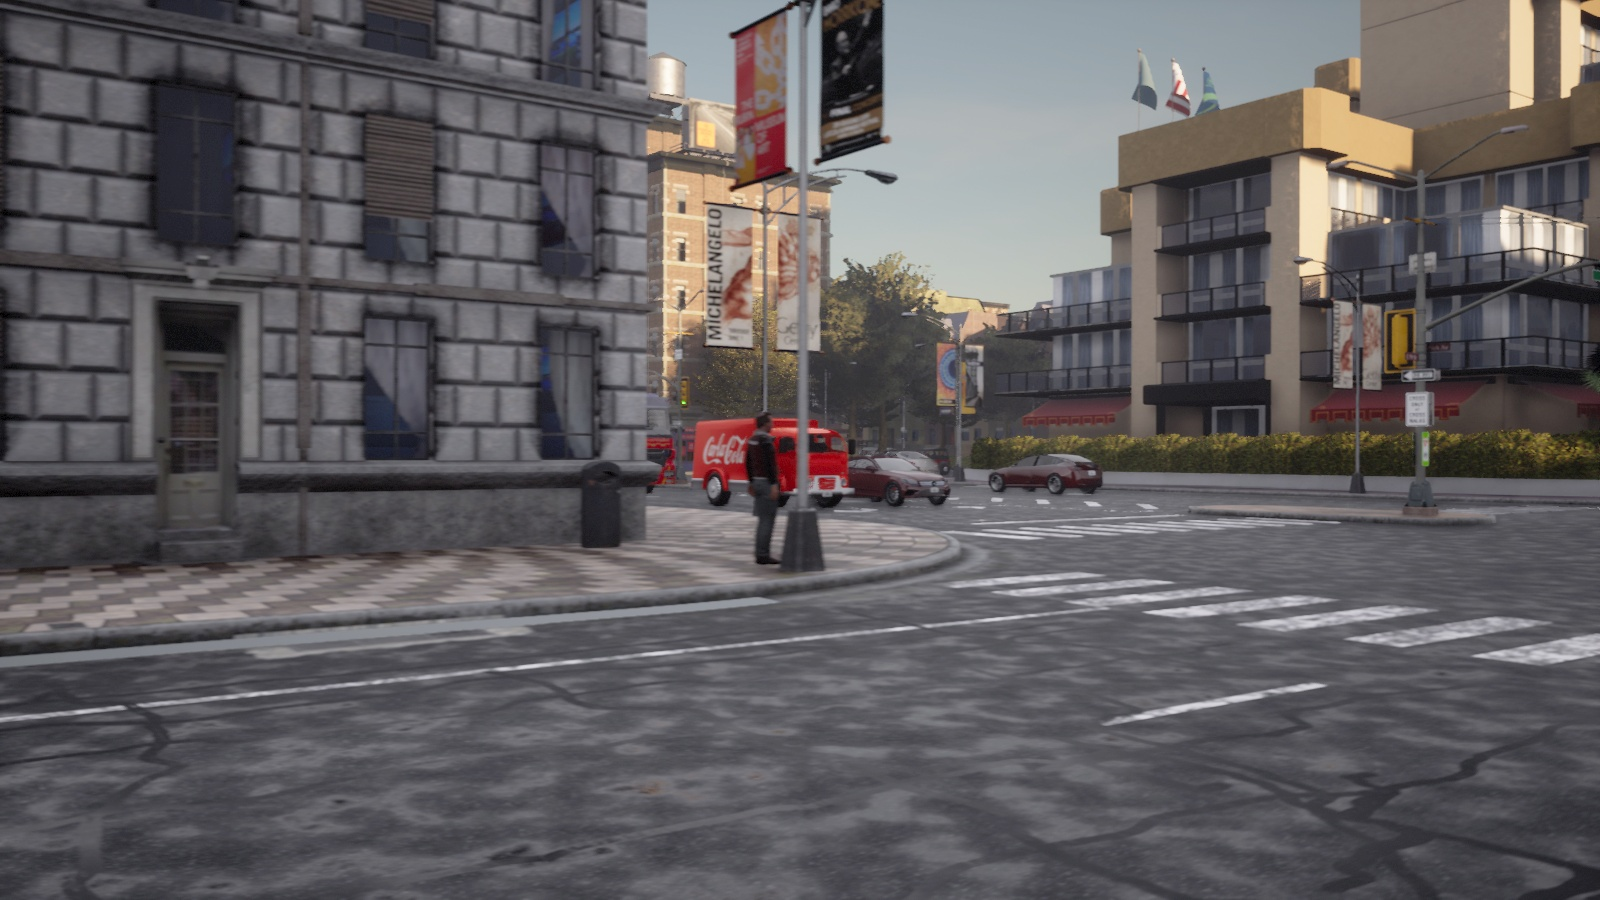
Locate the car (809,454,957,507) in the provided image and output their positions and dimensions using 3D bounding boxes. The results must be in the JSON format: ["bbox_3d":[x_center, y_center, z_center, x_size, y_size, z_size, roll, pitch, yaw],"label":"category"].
[{"bbox_3d":[2.380,0.857,37.181,1.812,1.442,4.674,0,0,-35],"label":"car"}]

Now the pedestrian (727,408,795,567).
[{"bbox_3d":[-0.469,0.439,15.015,0.720,1.854,0.376,0,0,-26],"label":"pedestrian"}]

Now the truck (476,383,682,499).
[{"bbox_3d":[-8.126,-0.291,45.341,8.468,3.827,2.891,0,0,44],"label":"truck"}]

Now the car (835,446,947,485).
[{"bbox_3d":[3.902,0.650,54.865,2.152,1.651,5.027,0,0,-35],"label":"car"}]

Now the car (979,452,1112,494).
[{"bbox_3d":[9.205,0.841,47.440,2.163,1.488,4.792,0,0,-35],"label":"car"}]

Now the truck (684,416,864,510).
[{"bbox_3d":[-0.836,0.347,35.666,2.627,2.467,5.204,0,0,-35],"label":"truck"}]

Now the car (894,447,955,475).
[{"bbox_3d":[8.458,0.732,85.239,3.866,1.878,1.905,0,0,-36],"label":"car"}]
